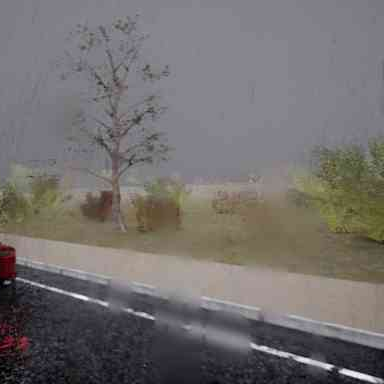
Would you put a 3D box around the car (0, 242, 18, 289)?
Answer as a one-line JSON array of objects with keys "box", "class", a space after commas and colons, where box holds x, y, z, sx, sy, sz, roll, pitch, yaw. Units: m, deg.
[{"box": [-6.308, 1.582, 8.292, 5.008, 1.535, 1.882, -1, 0, 36], "class": "car"}]
